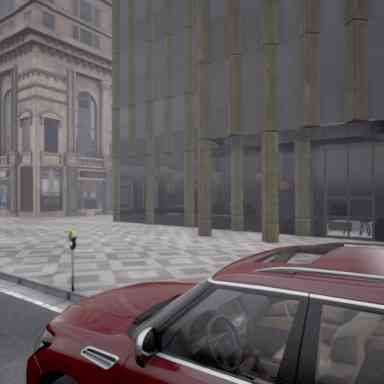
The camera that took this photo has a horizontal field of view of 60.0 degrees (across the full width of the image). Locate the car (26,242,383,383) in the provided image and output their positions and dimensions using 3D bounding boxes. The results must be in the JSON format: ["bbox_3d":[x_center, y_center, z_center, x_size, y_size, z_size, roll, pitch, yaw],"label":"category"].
[{"bbox_3d":[0.928,1.315,2.311,5.009,1.841,2.192,0,0,36],"label":"car"}]
